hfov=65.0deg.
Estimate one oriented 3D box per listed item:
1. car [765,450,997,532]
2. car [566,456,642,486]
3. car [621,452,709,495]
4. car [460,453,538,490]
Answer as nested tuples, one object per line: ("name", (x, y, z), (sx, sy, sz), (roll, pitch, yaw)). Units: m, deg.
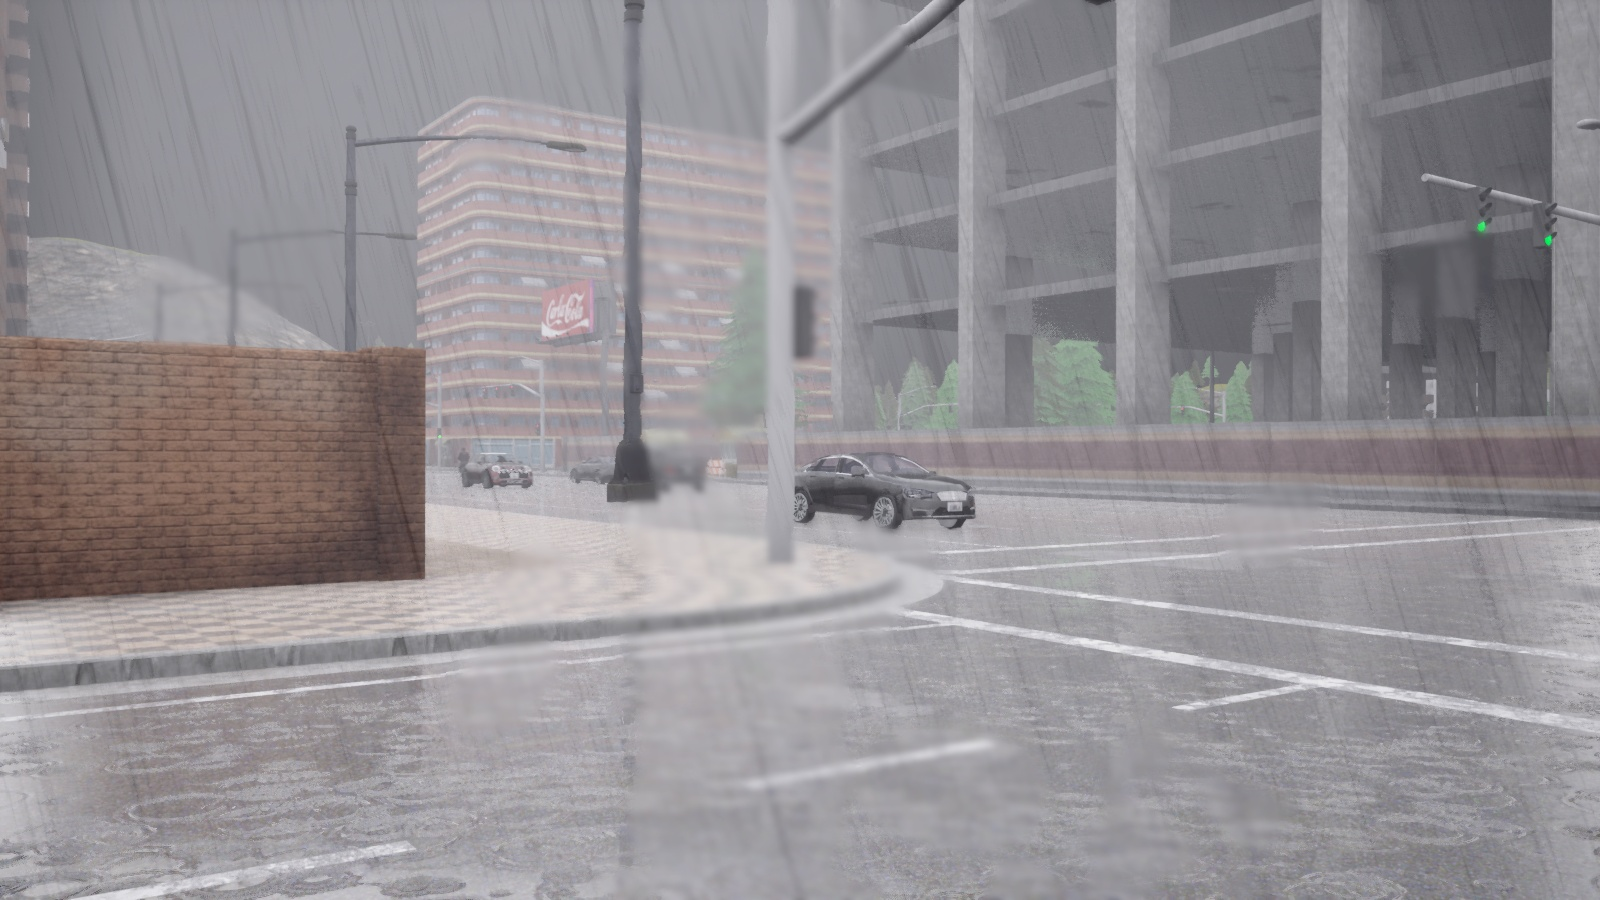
("car", (1.523, 0.760, 25.587), (2.128, 1.511, 4.902), (0, 0, -34))
("car", (-9.457, 0.976, 60.292), (1.994, 1.385, 4.181), (0, 0, -34))
("car", (-5.157, 0.851, 47.781), (1.789, 1.549, 3.705), (0, 0, -34))
("car", (-12.613, 0.865, 52.498), (1.970, 1.475, 3.806), (0, 0, -34))
